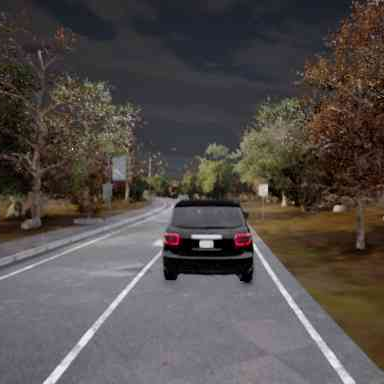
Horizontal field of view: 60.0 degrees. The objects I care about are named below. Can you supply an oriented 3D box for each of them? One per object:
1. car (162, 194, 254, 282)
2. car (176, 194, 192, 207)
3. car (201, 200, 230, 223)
[{"bbox_3d":[0.522,1.171,9.750,2.150,2.045,5.566,0,1,5],"label":"car"},{"bbox_3d":[-1.151,1.136,46.048,2.097,1.767,4.553,0,0,-2],"label":"car"},{"bbox_3d":[1.867,1.420,25.791,2.033,1.411,5.357,0,0,5],"label":"car"}]
